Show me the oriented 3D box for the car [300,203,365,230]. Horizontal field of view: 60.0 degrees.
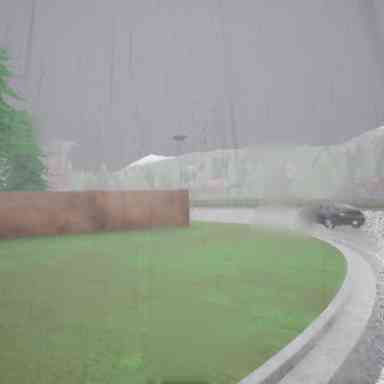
[{"bbox_3d":[8.595,1.466,20.859,1.837,1.490,4.892,1,-1,-11],"label":"car"}]
